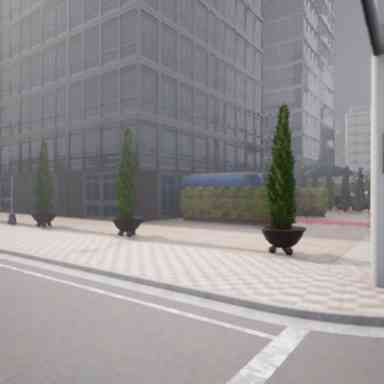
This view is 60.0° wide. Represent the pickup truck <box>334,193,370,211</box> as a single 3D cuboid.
[{"bbox_3d":[18.859,1.053,37.253,6.274,2.098,2.390,0,0,-24],"label":"pickup truck"}]
